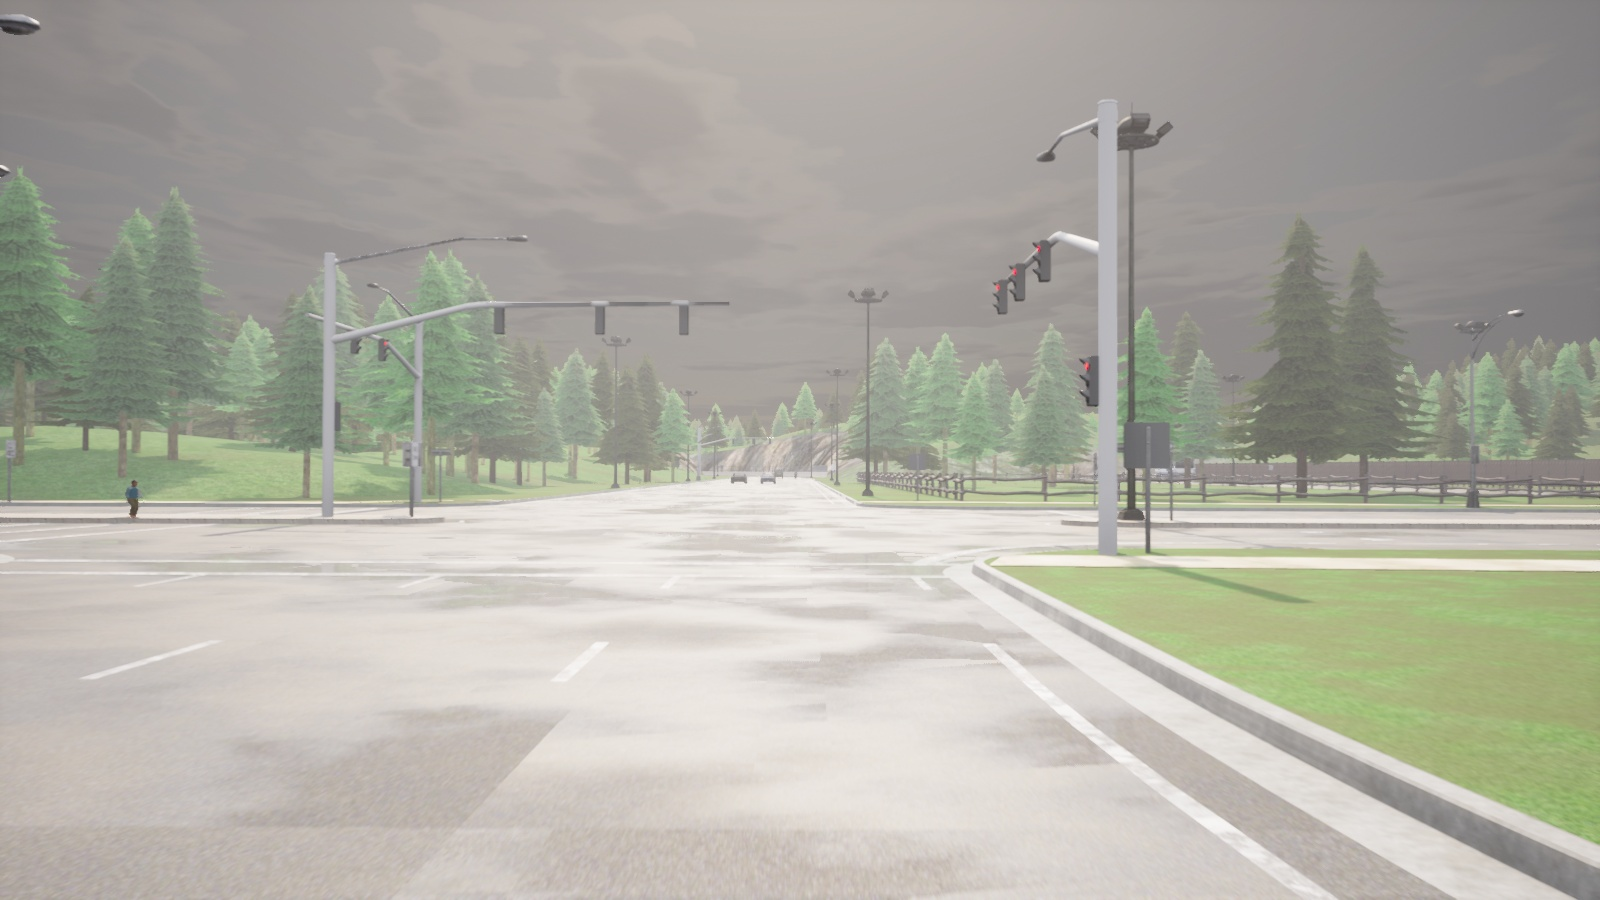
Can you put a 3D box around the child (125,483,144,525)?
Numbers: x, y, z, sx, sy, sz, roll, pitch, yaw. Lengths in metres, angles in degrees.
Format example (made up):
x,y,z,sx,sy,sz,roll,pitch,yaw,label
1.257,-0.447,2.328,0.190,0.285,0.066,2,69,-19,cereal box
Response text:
x,y,z,sx,sy,sz,roll,pitch,yaw,label
-18.920,1.528,35.706,0.448,1.192,0.343,-1,-1,39,child
